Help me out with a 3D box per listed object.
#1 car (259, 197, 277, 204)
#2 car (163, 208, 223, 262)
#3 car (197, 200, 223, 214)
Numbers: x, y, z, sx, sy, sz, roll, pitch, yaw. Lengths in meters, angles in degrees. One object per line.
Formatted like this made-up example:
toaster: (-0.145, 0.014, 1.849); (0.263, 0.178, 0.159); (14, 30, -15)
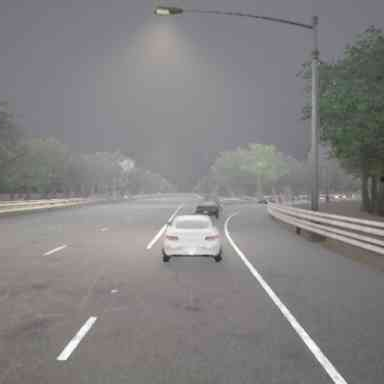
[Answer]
car: (13.621, 1.535, 59.253); (1.895, 1.301, 4.718); (0, 0, 33)
car: (0.029, 1.516, 12.024); (1.812, 1.442, 4.674); (0, 0, 1)
car: (1.599, 1.471, 28.978); (1.882, 1.535, 5.008); (0, 0, 11)
